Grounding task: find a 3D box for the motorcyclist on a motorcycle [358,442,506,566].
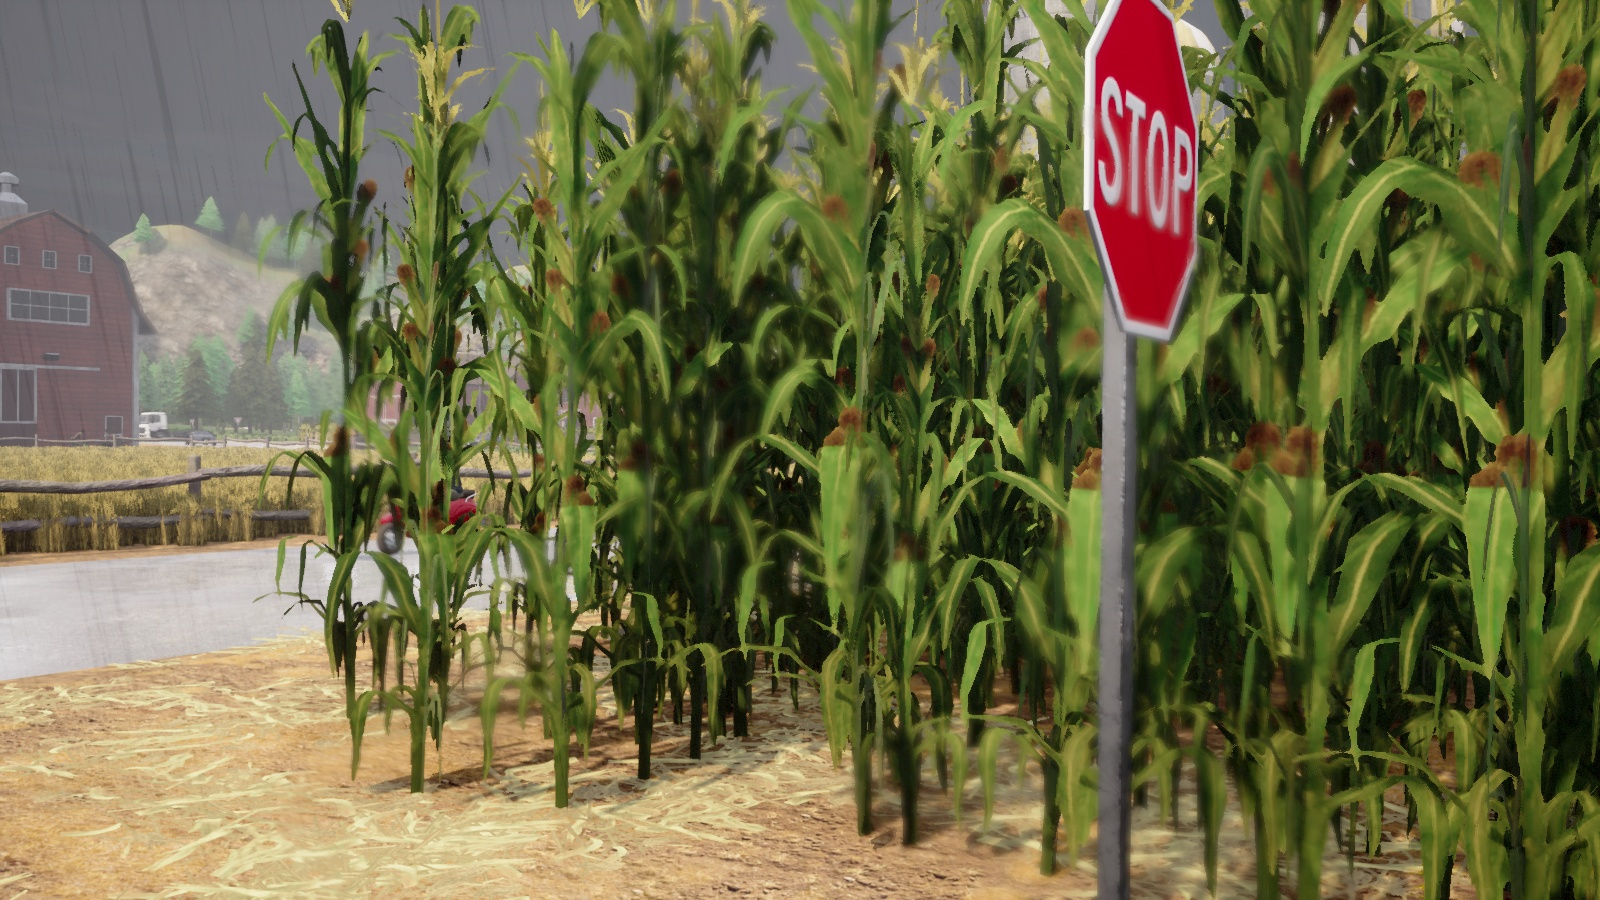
[{"bbox_3d":[-5.014,0.695,17.219,0.866,1.590,1.817,0,1,33],"label":"motorcyclist on a motorcycle"}]
